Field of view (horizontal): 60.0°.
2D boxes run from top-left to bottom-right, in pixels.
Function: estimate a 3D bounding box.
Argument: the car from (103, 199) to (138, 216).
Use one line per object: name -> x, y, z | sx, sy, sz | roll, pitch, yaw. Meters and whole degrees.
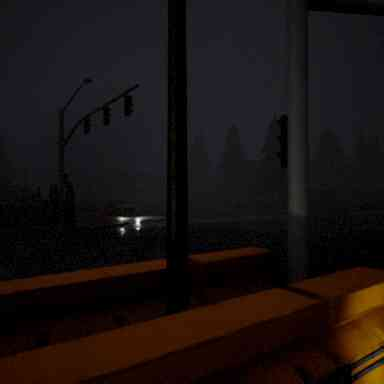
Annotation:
car -> -7.066, 1.460, 32.597 | 1.882, 1.535, 5.008 | 0, 0, -35
